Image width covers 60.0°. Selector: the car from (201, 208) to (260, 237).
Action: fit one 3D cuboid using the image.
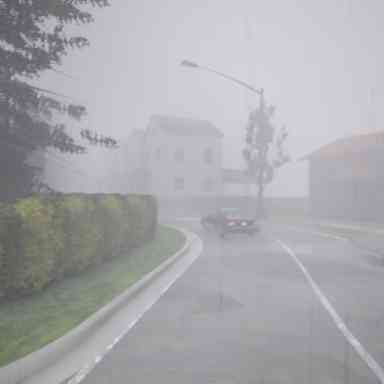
[{"bbox_3d":[1.935,1.560,18.287,2.033,1.411,5.357,1,0,-12],"label":"car"}]
